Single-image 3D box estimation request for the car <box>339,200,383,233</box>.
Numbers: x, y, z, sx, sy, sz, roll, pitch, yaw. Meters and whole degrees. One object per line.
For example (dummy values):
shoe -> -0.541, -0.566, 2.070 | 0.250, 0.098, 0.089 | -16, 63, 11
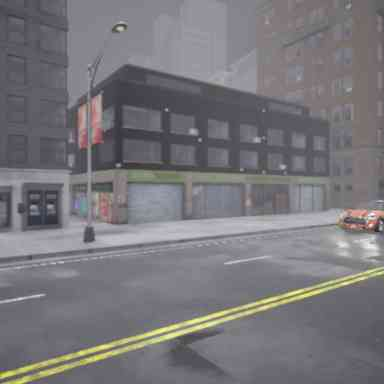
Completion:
car -> 10.513, 1.275, 19.175 | 4.553, 1.767, 2.097 | 0, 0, -36
